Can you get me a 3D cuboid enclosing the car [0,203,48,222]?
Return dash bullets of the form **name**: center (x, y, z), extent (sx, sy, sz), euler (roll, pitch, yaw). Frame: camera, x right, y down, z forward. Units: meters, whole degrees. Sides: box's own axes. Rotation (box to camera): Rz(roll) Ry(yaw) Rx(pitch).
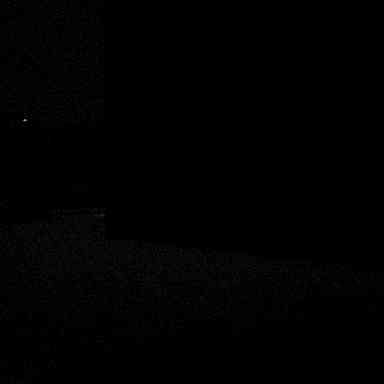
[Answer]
- **car**: center (-13.069, 1.588, 24.090), extent (1.895, 1.301, 4.718), euler (0, 0, 35)
